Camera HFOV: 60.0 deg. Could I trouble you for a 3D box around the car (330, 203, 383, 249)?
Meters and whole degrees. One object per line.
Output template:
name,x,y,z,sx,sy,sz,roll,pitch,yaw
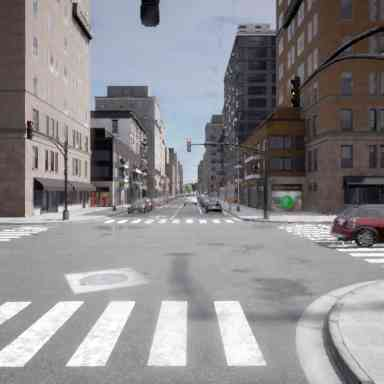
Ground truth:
car,8.348,1.310,13.925,4.553,1.767,2.097,0,0,0

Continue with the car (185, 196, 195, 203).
car,-0.371,1.664,73.454,2.033,1.411,5.357,0,0,0

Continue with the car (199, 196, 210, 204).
car,2.271,1.641,47.139,1.802,1.307,4.206,0,0,0

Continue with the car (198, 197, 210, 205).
car,2.263,1.647,63.671,2.008,1.369,4.403,0,0,0

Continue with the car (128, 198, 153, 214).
car,-5.749,1.480,36.113,1.967,1.590,4.097,0,0,0

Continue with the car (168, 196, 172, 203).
car,-5.764,1.552,69.178,1.967,1.590,4.097,0,0,0

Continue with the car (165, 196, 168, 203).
car,-5.759,1.634,58.156,2.008,1.369,4.403,0,0,0

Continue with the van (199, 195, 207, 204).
van,2.261,1.453,69.182,1.690,1.788,3.998,0,0,0

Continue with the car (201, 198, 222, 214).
car,2.276,1.606,36.116,1.947,1.339,4.313,0,0,0

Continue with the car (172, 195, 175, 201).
car,-5.769,1.694,80.199,2.008,1.369,4.403,0,0,0

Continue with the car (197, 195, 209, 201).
car,2.268,1.637,52.649,1.947,1.339,4.313,0,0,0

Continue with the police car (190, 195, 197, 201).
police car,0.440,1.599,90.193,1.930,1.638,5.238,0,0,0

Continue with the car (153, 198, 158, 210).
car,-5.751,1.489,41.624,1.967,1.590,4.097,0,0,0

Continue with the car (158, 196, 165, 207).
car,-5.756,1.653,52.645,1.802,1.307,4.206,0,0,0

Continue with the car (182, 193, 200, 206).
car,-0.272,1.294,57.645,2.150,2.045,5.566,0,-1,-1

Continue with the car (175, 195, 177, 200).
car,-5.774,1.721,91.221,1.887,1.381,4.507,0,0,0

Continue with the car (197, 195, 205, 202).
car,2.253,1.600,85.714,1.967,1.590,4.097,0,0,0
